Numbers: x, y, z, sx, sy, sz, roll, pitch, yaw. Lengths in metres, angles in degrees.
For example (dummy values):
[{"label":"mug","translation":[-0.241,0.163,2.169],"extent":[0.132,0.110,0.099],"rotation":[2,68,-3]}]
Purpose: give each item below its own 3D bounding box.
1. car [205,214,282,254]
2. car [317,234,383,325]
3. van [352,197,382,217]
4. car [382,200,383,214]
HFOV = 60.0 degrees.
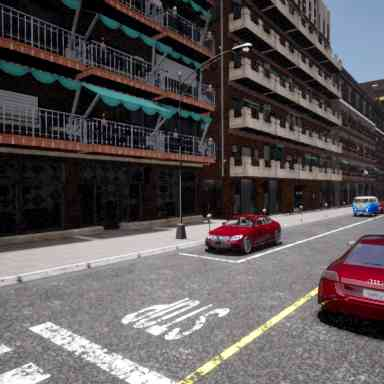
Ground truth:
[{"label":"car","translation":[2.227,1.573,13.480],"extent":[1.802,1.307,4.206],"rotation":[-1,-1,39]},{"label":"car","translation":[4.086,1.561,6.723],"extent":[1.994,1.385,4.181],"rotation":[0,0,39]},{"label":"van","translation":[16.156,1.327,30.948],"extent":[1.690,1.788,3.998],"rotation":[-1,-1,39]},{"label":"car","translation":[19.690,1.567,35.374],"extent":[1.802,1.307,4.206],"rotation":[-1,-1,39]}]
